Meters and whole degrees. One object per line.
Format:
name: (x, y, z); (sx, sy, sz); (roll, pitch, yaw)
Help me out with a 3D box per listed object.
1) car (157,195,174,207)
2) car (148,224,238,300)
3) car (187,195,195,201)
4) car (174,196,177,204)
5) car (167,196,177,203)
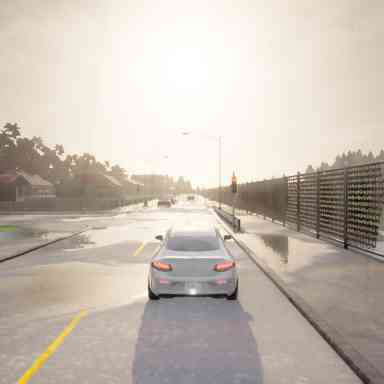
car: (-4.256, 1.478, 51.782); (1.882, 1.535, 5.008); (0, 0, 0)
car: (0.029, 1.526, 8.243); (1.812, 1.442, 4.674); (0, 0, 0)
car: (-0.275, 1.478, 86.366); (1.882, 1.535, 5.008); (0, 0, 0)
car: (-4.257, 1.352, 61.712); (2.097, 1.767, 4.553); (0, 0, 0)
car: (-4.225, 1.524, 71.625); (1.812, 1.442, 4.674); (0, 0, 0)
